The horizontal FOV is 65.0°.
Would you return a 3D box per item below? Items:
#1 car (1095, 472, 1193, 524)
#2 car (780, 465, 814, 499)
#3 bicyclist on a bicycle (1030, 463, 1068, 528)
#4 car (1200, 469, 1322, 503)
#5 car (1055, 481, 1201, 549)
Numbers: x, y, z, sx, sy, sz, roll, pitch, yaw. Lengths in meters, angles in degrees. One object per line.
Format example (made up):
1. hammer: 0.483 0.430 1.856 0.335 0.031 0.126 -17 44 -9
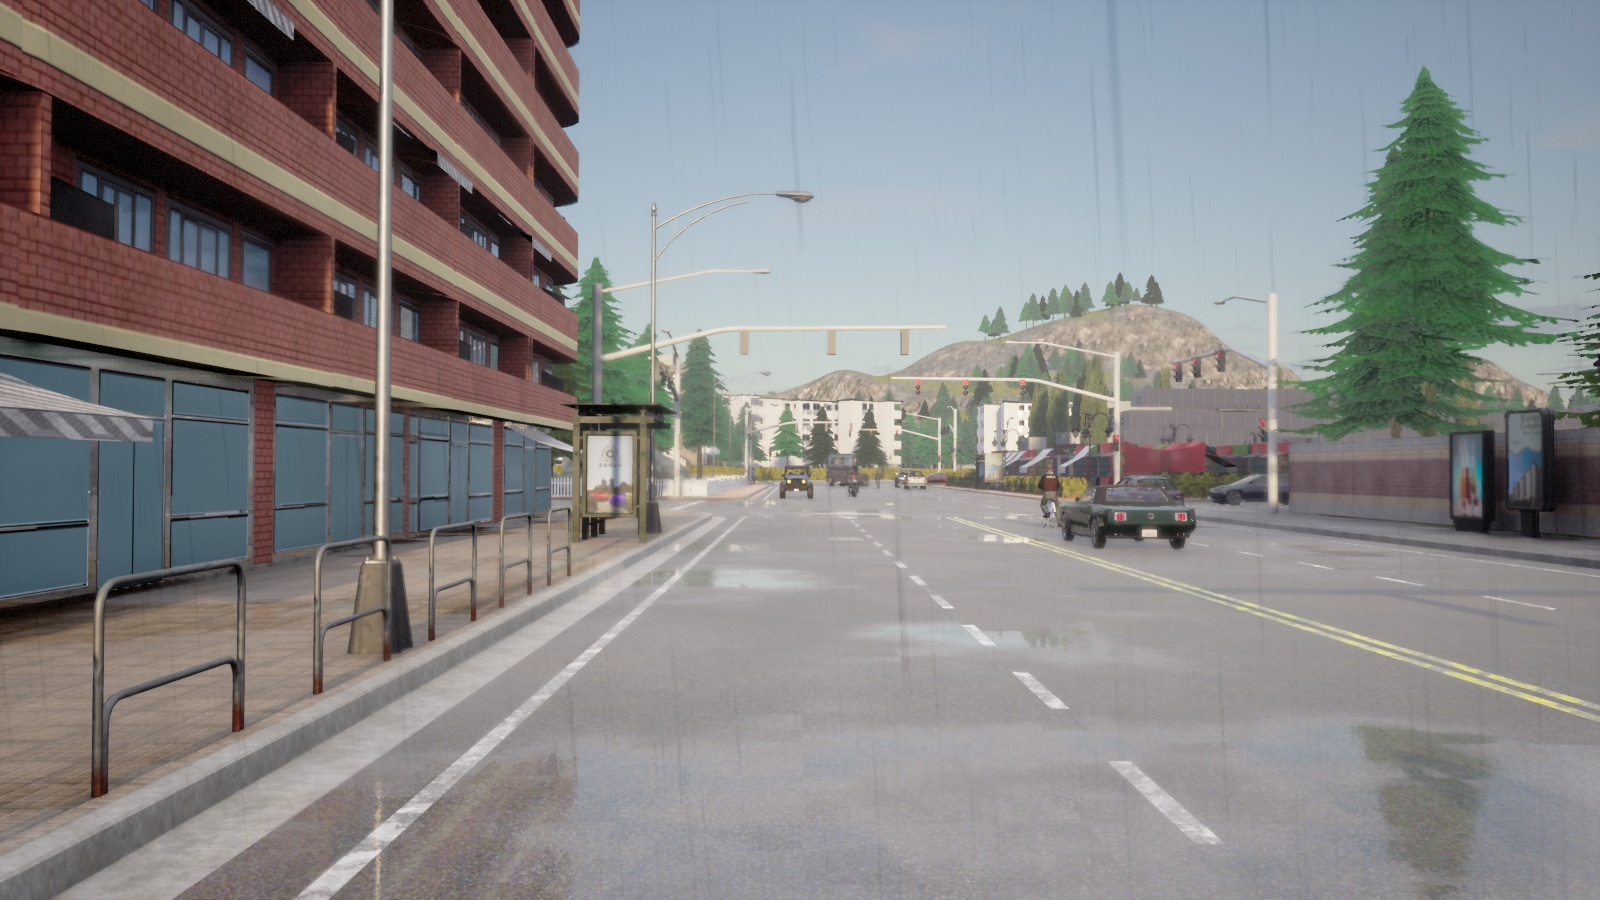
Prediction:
1. car: 10.400 1.428 38.265 1.816 1.474 4.193 0 -1 0
2. car: -0.188 1.817 72.000 1.905 1.878 3.866 0 -1 0
3. bicyclist on a bicycle: 6.908 1.242 34.922 0.659 1.776 1.843 0 -1 0
4. car: 21.173 1.642 57.769 4.792 1.488 2.163 0 -1 -1
5. car: 6.929 1.340 27.048 1.895 1.301 4.718 0 -1 0
